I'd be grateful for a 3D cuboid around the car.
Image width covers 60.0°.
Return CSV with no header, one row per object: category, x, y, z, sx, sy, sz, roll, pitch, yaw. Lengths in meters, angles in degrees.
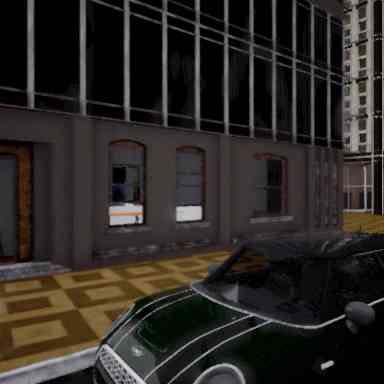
car,1.228,1.346,3.906,4.553,1.767,2.097,0,0,-35
